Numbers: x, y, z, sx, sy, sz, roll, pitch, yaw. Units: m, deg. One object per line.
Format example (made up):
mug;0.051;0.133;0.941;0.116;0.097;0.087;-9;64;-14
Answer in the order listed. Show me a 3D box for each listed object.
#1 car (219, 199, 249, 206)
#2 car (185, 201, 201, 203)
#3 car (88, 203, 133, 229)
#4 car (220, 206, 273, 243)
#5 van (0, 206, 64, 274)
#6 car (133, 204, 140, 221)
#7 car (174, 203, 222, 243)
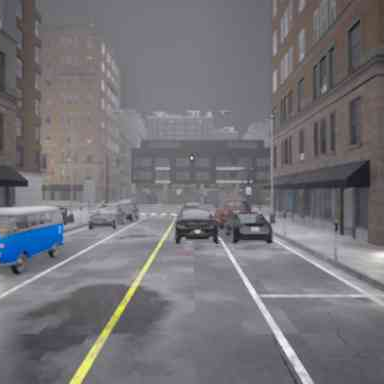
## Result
car;2.627;1.344;21.579;2.192;1.841;5.009;0;0;0
car;0.067;1.542;27.902;1.837;1.490;4.892;0;0;0
car;-5.398;1.579;21.574;2.008;1.369;4.403;0;0;0
car;2.630;1.587;15.916;1.947;1.339;4.313;0;0;0
van;-5.393;1.354;10.251;1.690;1.788;3.998;0;0;0
car;-5.401;1.601;27.236;1.947;1.339;4.313;0;0;0
car;0.162;1.499;16.225;1.882;1.535;5.008;0;0;-2
